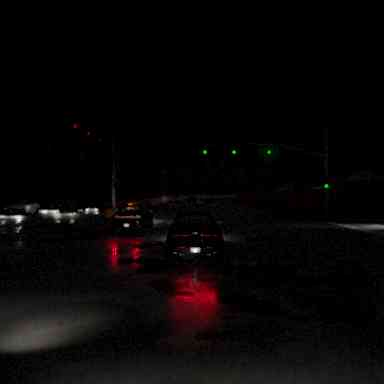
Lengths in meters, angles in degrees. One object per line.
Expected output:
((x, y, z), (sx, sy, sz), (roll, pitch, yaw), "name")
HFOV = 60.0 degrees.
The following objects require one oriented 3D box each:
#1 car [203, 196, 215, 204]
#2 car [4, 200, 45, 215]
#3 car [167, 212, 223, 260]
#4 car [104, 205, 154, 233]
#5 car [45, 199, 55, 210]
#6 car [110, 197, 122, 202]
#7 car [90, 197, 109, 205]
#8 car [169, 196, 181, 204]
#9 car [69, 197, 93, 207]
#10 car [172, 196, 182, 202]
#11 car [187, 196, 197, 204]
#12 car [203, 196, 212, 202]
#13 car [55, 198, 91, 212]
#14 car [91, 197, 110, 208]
((3.491, 1.545, 66.496), (1.882, 1.535, 5.008), (0, 0, 0), "car")
((-17.598, 1.565, 34.704), (1.812, 1.442, 4.674), (0, 0, 0), "car")
((0.098, 1.519, 12.547), (1.837, 1.490, 4.892), (0, 0, 0), "car")
((-3.403, 1.514, 19.687), (2.128, 1.511, 4.902), (0, 0, 0), "car")
((-17.580, 1.612, 43.455), (1.994, 1.385, 4.181), (0, 0, 0), "car")
((-14.008, 1.612, 60.067), (2.033, 1.411, 5.357), (0, 0, 0), "car")
((-17.508, 1.615, 63.299), (2.033, 1.411, 5.357), (0, 0, 0), "car")
((-3.509, 1.670, 66.783), (1.895, 1.301, 4.718), (0, 0, 0), "car")
((-17.519, 1.605, 52.715), (2.033, 1.411, 5.357), (0, 0, 0), "car")
((-3.510, 1.619, 76.912), (2.033, 1.411, 5.357), (0, 0, 0), "car")
((-0.009, 1.573, 67.133), (1.837, 1.490, 4.892), (0, 0, 0), "car")
((3.490, 1.563, 76.946), (1.895, 1.301, 4.718), (0, 0, 0), "car")
((-14.093, 1.521, 39.594), (1.882, 1.535, 5.008), (0, 0, 0), "car")
((-14.047, 1.654, 49.405), (1.895, 1.301, 4.718), (0, 0, 0), "car")
